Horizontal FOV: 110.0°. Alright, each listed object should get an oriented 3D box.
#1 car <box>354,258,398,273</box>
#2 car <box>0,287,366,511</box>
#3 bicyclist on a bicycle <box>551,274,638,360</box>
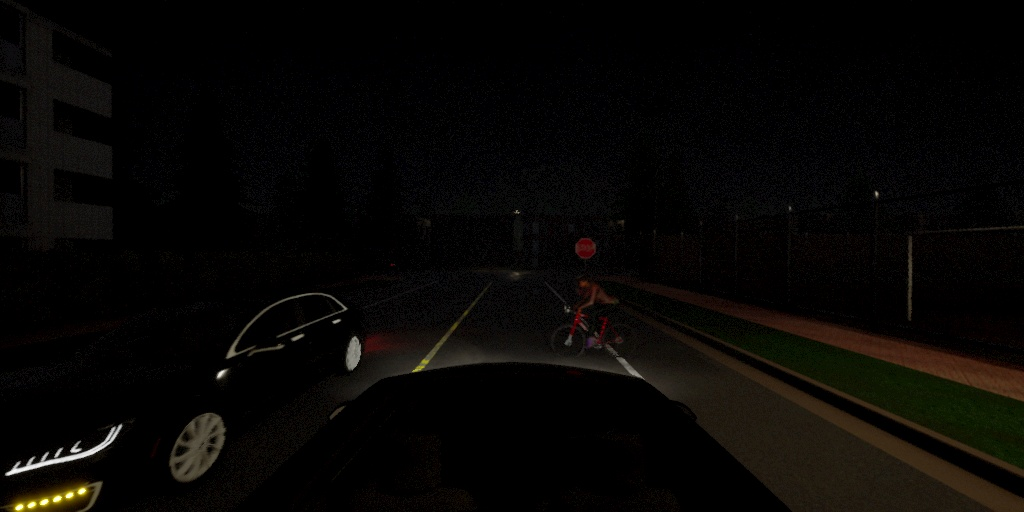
[{"bbox_3d":[-14.482,0.960,36.746,5.357,1.411,2.033,0,0,4],"label":"car"},{"bbox_3d":[-3.550,1.228,4.561,1.837,1.490,4.892,0,1,1],"label":"car"},{"bbox_3d":[1.531,1.151,6.750,1.656,1.620,0.582,-2,0,1],"label":"bicyclist on a bicycle"}]
